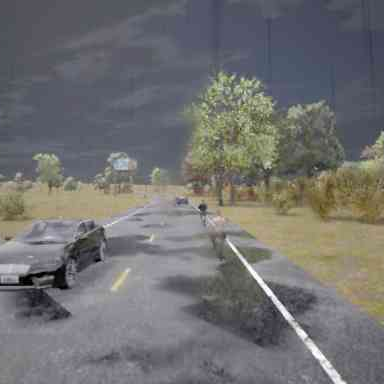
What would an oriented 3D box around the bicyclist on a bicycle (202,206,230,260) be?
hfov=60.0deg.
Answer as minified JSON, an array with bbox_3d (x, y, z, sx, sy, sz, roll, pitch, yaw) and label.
[{"bbox_3d":[0.896,1.414,11.266,0.866,1.612,1.509,0,0,-1],"label":"bicyclist on a bicycle"}]

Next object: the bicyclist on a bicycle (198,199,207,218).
[{"bbox_3d":[0.697,1.325,21.060,0.659,1.776,1.843,0,0,-1],"label":"bicyclist on a bicycle"}]

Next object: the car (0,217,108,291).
[{"bbox_3d":[-3.669,1.476,9.094,2.128,1.511,4.902,0,0,-1],"label":"car"}]

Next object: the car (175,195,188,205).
[{"bbox_3d":[-1.584,1.385,56.243,1.812,1.442,4.674,0,0,-3],"label":"car"}]

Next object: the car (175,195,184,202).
[{"bbox_3d":[-2.828,1.395,73.624,1.895,1.301,4.718,0,0,-4],"label":"car"}]
